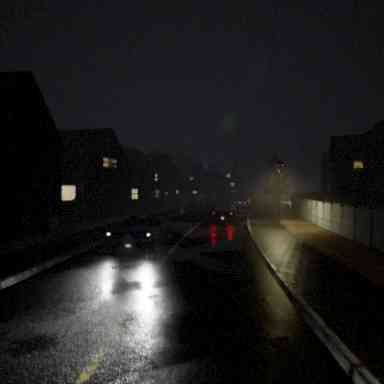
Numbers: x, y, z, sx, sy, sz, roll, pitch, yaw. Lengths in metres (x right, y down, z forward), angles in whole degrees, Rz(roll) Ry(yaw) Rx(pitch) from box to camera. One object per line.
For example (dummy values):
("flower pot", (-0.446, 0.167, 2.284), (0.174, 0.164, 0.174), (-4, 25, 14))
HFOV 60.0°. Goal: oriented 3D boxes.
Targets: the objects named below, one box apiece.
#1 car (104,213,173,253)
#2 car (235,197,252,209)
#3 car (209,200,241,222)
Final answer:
("car", (-2.037, 1.575, 13.878), (1.895, 1.301, 4.718), (0, 0, 6))
("car", (6.432, 1.323, 42.292), (2.033, 1.411, 5.357), (0, 1, 16))
("car", (2.520, 1.519, 25.574), (1.895, 1.301, 4.718), (0, 0, 10))
